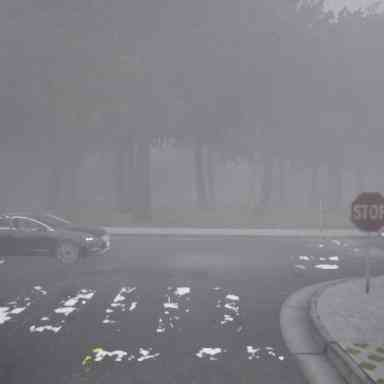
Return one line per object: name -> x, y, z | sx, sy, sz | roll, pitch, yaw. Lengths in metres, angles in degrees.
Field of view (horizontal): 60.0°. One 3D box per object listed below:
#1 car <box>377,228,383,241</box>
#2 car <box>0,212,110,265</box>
car -> 10.337, 1.529, 13.776 | 4.892, 1.490, 1.837 | 0, 1, 0
car -> -5.210, 1.432, 10.903 | 4.902, 1.511, 2.128 | 0, 1, 0
